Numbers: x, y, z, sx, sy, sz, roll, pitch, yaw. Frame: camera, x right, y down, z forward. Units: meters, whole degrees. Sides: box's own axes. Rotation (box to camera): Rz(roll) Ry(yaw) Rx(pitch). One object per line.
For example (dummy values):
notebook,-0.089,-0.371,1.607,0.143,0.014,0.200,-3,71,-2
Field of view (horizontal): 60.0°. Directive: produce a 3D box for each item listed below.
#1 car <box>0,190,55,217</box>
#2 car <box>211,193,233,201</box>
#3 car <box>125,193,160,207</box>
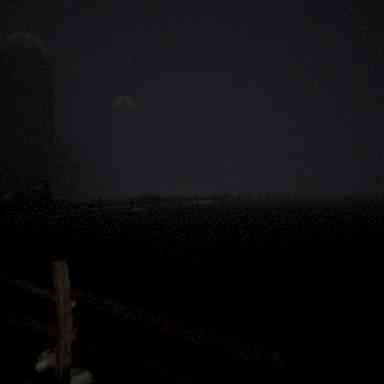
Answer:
car,-14.617,0.906,28.558,2.150,2.045,5.566,1,2,35
car,4.996,0.821,56.307,1.895,1.301,4.718,1,1,35
car,-6.048,0.954,40.757,1.882,1.535,5.008,1,1,35
